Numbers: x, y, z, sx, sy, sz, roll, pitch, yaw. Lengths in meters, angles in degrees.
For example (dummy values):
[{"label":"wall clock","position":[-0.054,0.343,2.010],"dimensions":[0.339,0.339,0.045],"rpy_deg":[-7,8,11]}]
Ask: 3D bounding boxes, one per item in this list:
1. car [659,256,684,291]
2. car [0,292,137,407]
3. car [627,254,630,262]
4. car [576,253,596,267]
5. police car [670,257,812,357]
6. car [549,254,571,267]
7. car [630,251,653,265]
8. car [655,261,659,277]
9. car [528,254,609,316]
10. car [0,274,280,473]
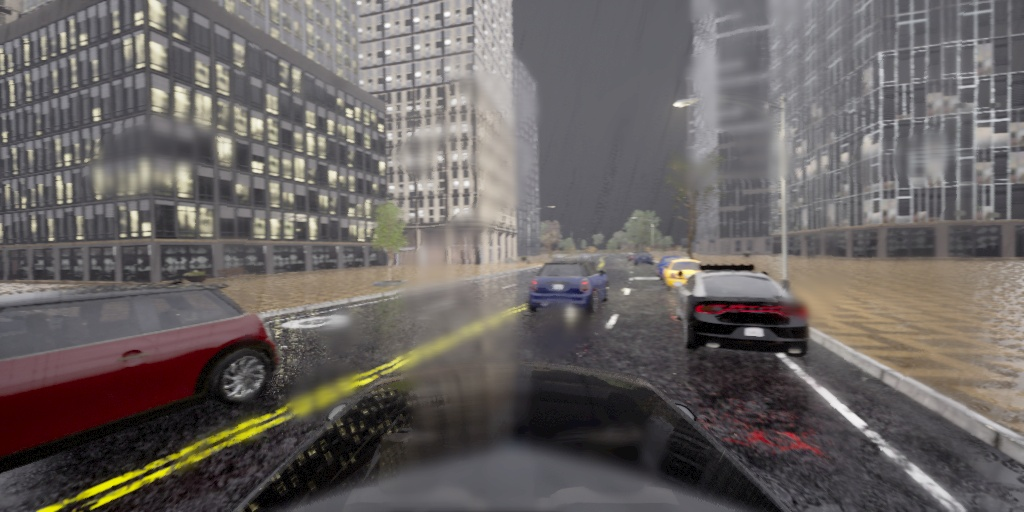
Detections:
[{"label":"car","position":[8.536,0.813,17.836],"dimensions":[1.801,1.575,5.366],"rpy_deg":[-1,1,20]},{"label":"car","position":[-8.290,1.430,4.716],"dimensions":[1.994,1.385,4.181],"rpy_deg":[-1,1,23]},{"label":"car","position":[19.535,0.170,57.193],"dimensions":[1.994,1.385,4.181],"rpy_deg":[-1,1,14]},{"label":"car","position":[9.366,0.456,44.983],"dimensions":[2.128,1.511,4.902],"rpy_deg":[-1,1,16]},{"label":"police car","position":[4.901,0.987,8.266],"dimensions":[1.930,1.638,5.238],"rpy_deg":[-1,1,22]},{"label":"car","position":[6.200,0.507,45.725],"dimensions":[2.128,1.511,4.902],"rpy_deg":[-1,1,16]},{"label":"car","position":[16.081,0.199,44.179],"dimensions":[2.097,1.767,4.553],"rpy_deg":[-1,1,16]},{"label":"car","position":[10.512,0.718,23.400],"dimensions":[1.882,1.535,5.008],"rpy_deg":[-1,1,19]},{"label":"car","position":[2.156,0.904,12.723],"dimensions":[2.097,1.767,4.553],"rpy_deg":[-1,1,21]},{"label":"car","position":[-5.182,1.172,3.741],"dimensions":[2.097,1.767,4.553],"rpy_deg":[-1,1,23]}]
